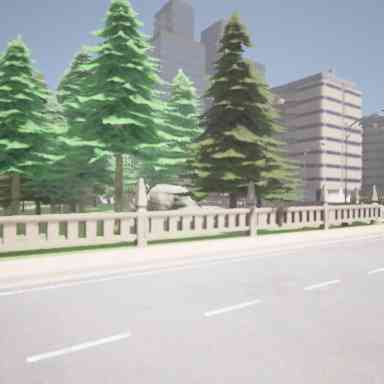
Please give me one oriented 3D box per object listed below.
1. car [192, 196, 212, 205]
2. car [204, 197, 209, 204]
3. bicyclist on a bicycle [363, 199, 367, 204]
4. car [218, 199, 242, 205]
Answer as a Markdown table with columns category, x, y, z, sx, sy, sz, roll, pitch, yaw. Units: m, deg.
| category | x | y | z | sx | sy | sz | roll | pitch | yaw |
| --- | --- | --- | --- | --- | --- | --- | --- | --- | --- |
| car | 2.218 | 1.858 | 74.243 | 2.097 | 1.767 | 4.553 | 1 | 0 | -35 |
| car | 0.797 | 1.952 | 64.135 | 1.812 | 1.442 | 4.674 | 1 | -1 | -35 |
| bicyclist on a bicycle | 25.251 | 1.852 | 48.608 | 1.656 | 1.620 | 0.582 | 1 | 0 | -35 |
| car | 6.735 | 1.992 | 61.903 | 1.812 | 1.442 | 4.674 | 1 | 0 | -35 |
